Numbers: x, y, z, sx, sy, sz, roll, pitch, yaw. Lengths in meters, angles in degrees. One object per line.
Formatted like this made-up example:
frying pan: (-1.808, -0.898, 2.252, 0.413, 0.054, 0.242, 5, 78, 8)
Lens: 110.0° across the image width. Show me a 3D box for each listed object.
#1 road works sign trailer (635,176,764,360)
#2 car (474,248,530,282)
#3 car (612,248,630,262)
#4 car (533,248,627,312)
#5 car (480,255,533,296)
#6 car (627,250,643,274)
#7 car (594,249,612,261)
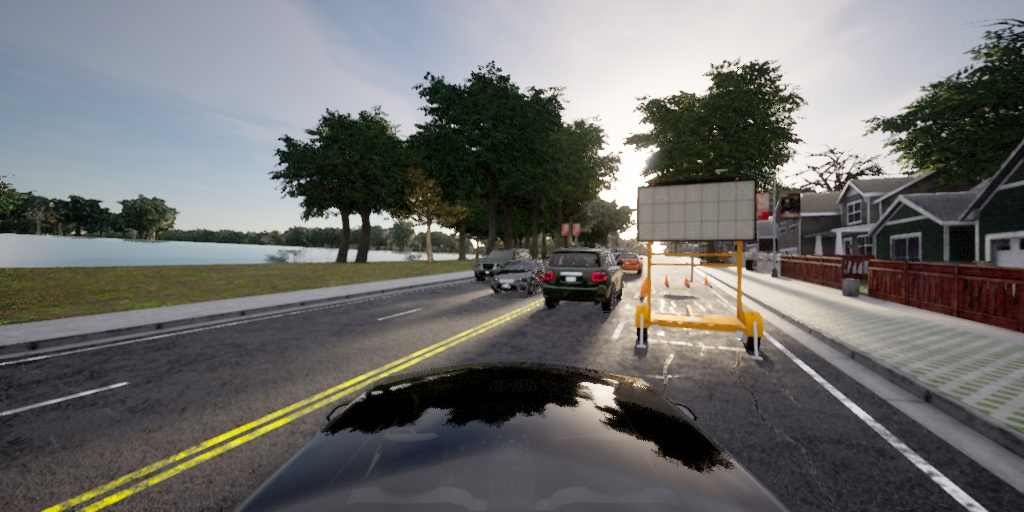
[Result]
road works sign trailer: (4.138, 0.074, 8.277, 2.380, 3.560, 2.880, 0, 0, 23)
car: (-0.355, 0.521, 23.057, 2.150, 2.045, 5.566, 0, 1, 23)
car: (17.200, -0.164, 56.584, 2.150, 2.045, 5.566, 0, 1, 23)
car: (2.784, 0.729, 13.209, 2.150, 2.045, 5.566, 0, 1, 22)
car: (0.683, 0.918, 17.110, 2.128, 1.511, 4.902, 0, 1, 23)
car: (9.761, 0.492, 29.903, 2.097, 1.767, 4.553, 0, 1, 23)
car: (15.660, -0.246, 61.278, 2.150, 2.045, 5.566, 0, 1, 23)
